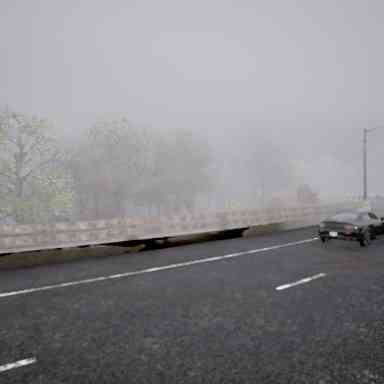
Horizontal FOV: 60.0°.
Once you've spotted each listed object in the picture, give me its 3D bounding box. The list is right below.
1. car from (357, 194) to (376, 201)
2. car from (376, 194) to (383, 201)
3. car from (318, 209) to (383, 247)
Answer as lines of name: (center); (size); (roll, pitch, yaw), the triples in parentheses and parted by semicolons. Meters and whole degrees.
car: (38.873, 1.210, 75.132); (2.128, 1.511, 4.902); (0, 0, 7)
car: (42.332, 1.191, 74.595); (1.812, 1.442, 4.674); (0, 0, 7)
car: (7.326, 1.495, 14.790); (4.674, 1.442, 1.812); (0, 0, -43)
